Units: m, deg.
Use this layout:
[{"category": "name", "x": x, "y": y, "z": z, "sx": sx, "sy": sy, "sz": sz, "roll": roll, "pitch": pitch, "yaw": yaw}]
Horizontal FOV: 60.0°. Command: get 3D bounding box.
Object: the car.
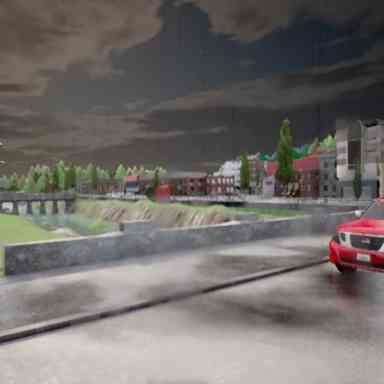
[{"category": "car", "x": 6.105, "y": 1.103, "z": 9.199, "sx": 5.566, "sy": 2.045, "sz": 2.150, "roll": -1, "pitch": 0, "yaw": -37}]
